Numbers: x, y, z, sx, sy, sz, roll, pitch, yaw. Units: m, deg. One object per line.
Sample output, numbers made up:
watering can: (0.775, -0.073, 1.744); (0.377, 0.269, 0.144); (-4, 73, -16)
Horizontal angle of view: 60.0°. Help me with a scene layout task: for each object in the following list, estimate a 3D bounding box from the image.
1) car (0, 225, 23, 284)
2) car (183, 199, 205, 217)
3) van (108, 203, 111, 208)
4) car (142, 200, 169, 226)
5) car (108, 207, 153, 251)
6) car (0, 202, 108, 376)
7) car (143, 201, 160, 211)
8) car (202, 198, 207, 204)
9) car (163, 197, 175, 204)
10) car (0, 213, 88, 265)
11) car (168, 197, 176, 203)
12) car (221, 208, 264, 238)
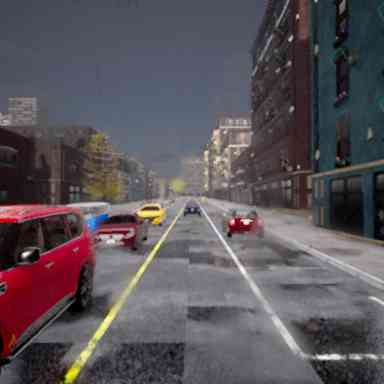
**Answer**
car: (-5.745, 1.597, 7.142); (1.887, 1.381, 4.507); (1, 0, 0)
car: (0.040, 1.800, 34.805); (2.033, 1.411, 5.357); (0, 0, 0)
van: (-5.651, 1.475, 18.512); (1.690, 1.788, 3.998); (1, 0, 0)
car: (-3.057, 1.662, 25.341); (1.882, 1.535, 5.008); (0, 0, 0)
car: (-3.072, 1.634, 14.909); (1.812, 1.442, 4.674); (0, 0, 0)
car: (-3.101, 1.258, 4.928); (2.150, 2.045, 5.566); (0, 0, 0)
car: (-5.624, 1.923, 46.943); (1.802, 1.307, 4.206); (1, 0, 0)
car: (2.796, 2.121, 81.284); (1.752, 1.417, 4.829); (1, 0, 0)
car: (-5.589, 1.991, 75.376); (1.967, 1.590, 4.097); (1, 0, 0)
car: (-5.662, 1.638, 12.824); (1.887, 1.381, 4.507); (1, 0, 0)
car: (-5.570, 2.119, 92.436); (1.967, 1.590, 4.097); (1, 0, 0)
car: (2.726, 1.575, 18.563); (1.967, 1.590, 4.097); (1, 0, 0)
